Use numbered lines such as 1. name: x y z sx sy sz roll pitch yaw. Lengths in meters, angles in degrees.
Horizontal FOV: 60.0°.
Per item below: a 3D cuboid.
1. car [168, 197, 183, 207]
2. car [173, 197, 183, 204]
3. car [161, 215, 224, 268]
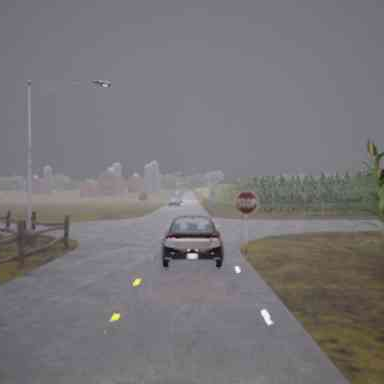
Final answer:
1. car: -2.941 1.684 55.401 1.882 1.535 5.008 0 0 0
2. car: -2.916 1.757 70.409 1.994 1.385 4.181 0 0 0
3. car: 0.024 1.544 11.454 2.128 1.511 4.902 0 0 0
